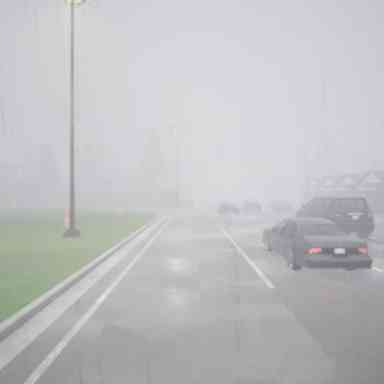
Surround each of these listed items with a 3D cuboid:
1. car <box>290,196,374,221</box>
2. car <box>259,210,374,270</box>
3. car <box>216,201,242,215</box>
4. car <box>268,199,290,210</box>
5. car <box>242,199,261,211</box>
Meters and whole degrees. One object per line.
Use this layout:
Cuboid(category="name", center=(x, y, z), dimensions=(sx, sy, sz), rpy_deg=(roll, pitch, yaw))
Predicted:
Cuboid(category="car", center=(7.173, 1.211, 17.323), dimensions=(2.150, 2.045, 5.566), rpy_deg=(0, 0, 0))
Cuboid(category="car", center=(3.719, 1.541, 10.917), dimensions=(2.033, 1.411, 5.357), rpy_deg=(0, 0, 0))
Cuboid(category="car", center=(3.560, 1.580, 33.984), dimensions=(1.895, 1.301, 4.718), rpy_deg=(0, 0, 0))
Cuboid(category="car", center=(10.518, 1.540, 40.062), dimensions=(1.994, 1.385, 4.181), rpy_deg=(0, 0, 0))
Cuboid(category="car", center=(7.021, 1.502, 39.600), dimensions=(1.812, 1.442, 4.674), rpy_deg=(0, 0, 0))
